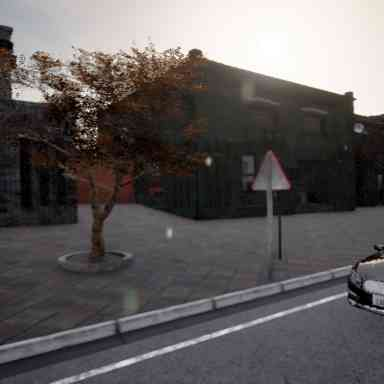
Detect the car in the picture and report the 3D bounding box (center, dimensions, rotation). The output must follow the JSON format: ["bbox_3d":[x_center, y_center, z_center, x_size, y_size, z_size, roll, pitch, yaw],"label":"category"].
[{"bbox_3d":[5.117,1.508,6.759,4.902,1.511,2.128,0,0,-35],"label":"car"}]
